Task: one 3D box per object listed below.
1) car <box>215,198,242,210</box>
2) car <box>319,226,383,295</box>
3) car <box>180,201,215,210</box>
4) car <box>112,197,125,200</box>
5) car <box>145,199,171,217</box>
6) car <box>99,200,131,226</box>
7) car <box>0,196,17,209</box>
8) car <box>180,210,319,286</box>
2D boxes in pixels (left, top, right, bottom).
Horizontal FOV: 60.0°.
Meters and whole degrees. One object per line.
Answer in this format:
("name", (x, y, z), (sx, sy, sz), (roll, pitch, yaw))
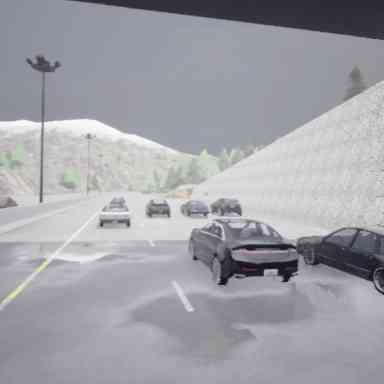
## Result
("car", (3.329, 1.369, 33.191), (2.097, 1.767, 4.553), (1, 0, -12))
("car", (4.887, 1.630, 8.964), (2.033, 1.411, 5.357), (1, 0, -12))
("car", (0.177, 1.505, 31.167), (2.033, 1.411, 5.357), (1, 0, -12))
("car", (-8.586, 1.323, 38.754), (2.033, 1.411, 5.357), (1, 0, -12))
("car", (-3.049, 1.388, 29.521), (2.128, 1.511, 4.902), (1, 0, -12))
("car", (-5.036, 1.470, 22.013), (1.895, 1.301, 4.718), (1, 0, -12))
("car", (-17.942, 1.129, 31.348), (1.812, 1.442, 4.674), (1, 0, -12))
("car", (1.193, 1.501, 9.518), (2.128, 1.511, 4.902), (1, 0, -12))
